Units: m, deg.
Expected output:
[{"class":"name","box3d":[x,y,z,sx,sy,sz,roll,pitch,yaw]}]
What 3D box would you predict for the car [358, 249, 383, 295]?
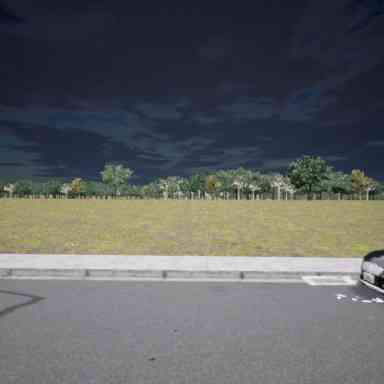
[{"class":"car","box3d":[6.208,1.578,7.103,4.902,1.511,2.128,1,0,-1]}]
